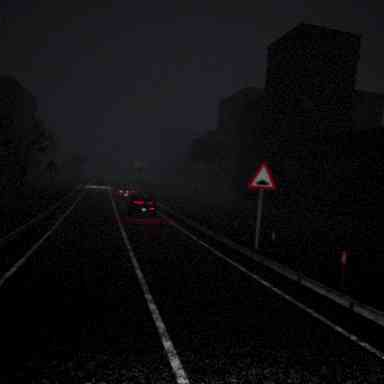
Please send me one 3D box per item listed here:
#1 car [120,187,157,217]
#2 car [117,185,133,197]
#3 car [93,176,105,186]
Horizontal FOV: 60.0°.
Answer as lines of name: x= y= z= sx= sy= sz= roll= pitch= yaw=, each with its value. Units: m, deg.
car: x=-3.539 y=0.733 z=22.727 sx=2.128 sy=1.511 sz=4.902 roll=3 pitch=3 yaw=-15
car: x=-7.292 y=-0.159 z=36.701 sx=1.895 sy=1.301 sz=4.718 roll=3 pitch=4 yaw=-15
car: x=-14.840 y=-1.850 z=53.198 sx=1.882 sy=1.535 sz=5.008 roll=3 pitch=4 yaw=-15
